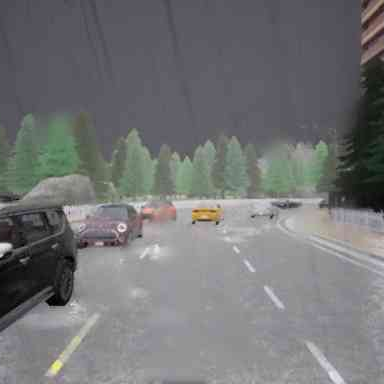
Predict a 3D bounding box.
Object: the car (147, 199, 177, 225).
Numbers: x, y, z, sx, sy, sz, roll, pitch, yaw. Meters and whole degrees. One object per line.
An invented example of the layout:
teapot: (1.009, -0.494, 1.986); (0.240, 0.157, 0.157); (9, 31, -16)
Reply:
car: (-2.609, 1.389, 24.747); (2.097, 1.767, 4.553); (0, 0, 12)

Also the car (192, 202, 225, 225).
car: (1.325, 1.515, 24.898); (1.882, 1.535, 5.008); (0, 0, 12)

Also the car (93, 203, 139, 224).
car: (-5.870, 1.650, 26.235); (1.994, 1.385, 4.181); (0, 0, 13)

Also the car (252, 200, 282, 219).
car: (6.639, 1.571, 30.004); (1.812, 1.442, 4.674); (0, 0, 22)

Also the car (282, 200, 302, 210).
car: (12.739, 1.668, 44.496); (4.718, 1.301, 1.895); (0, 0, -44)

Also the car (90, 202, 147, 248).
car: (-3.493, 1.374, 14.800); (2.097, 1.767, 4.553); (0, 0, 0)

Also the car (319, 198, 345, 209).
car: (19.157, 1.573, 45.033); (4.892, 1.490, 1.837); (0, 0, -35)

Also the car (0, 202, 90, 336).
car: (-3.578, 1.229, 5.161); (2.150, 2.045, 5.566); (0, 0, 0)
